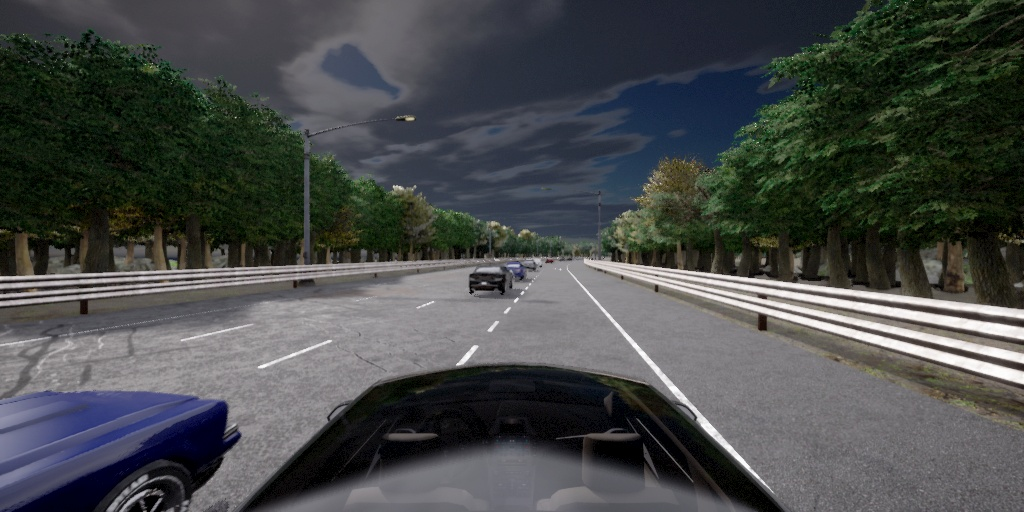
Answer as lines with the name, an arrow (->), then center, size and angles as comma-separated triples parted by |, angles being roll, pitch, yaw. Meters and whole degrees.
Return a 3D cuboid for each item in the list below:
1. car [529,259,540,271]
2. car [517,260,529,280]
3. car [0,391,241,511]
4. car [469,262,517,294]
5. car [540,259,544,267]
car -> 2.398, 1.278, 49.071 | 2.033, 1.411, 5.357 | 0, 0, 7
car -> 0.188, 1.271, 30.776 | 1.812, 1.442, 4.674 | 0, 0, 7
car -> -3.400, 1.350, 0.866 | 1.895, 1.301, 4.718 | 0, 0, 7
car -> -1.077, 1.220, 20.229 | 1.882, 1.535, 5.008 | 0, 0, 7
car -> 4.512, 1.261, 64.100 | 1.812, 1.442, 4.674 | 0, 0, 9
